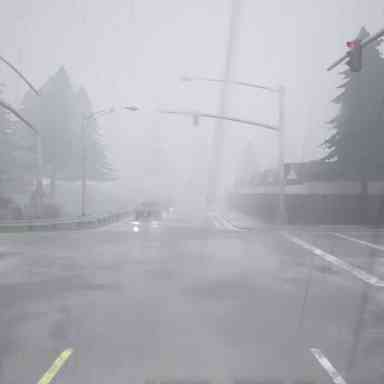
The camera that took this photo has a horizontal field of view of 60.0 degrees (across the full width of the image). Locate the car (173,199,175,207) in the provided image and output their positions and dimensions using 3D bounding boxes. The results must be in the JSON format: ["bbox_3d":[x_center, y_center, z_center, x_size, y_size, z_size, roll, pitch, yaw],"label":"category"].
[{"bbox_3d":[-3.502,1.504,48.302,1.837,1.490,4.892,0,0,2],"label":"car"}]

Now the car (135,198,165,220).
[{"bbox_3d":[-3.596,1.505,28.033,1.837,1.490,4.892,0,0,0],"label":"car"}]

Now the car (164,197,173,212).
[{"bbox_3d":[-3.588,1.564,37.947,1.994,1.385,4.181,0,0,0],"label":"car"}]
